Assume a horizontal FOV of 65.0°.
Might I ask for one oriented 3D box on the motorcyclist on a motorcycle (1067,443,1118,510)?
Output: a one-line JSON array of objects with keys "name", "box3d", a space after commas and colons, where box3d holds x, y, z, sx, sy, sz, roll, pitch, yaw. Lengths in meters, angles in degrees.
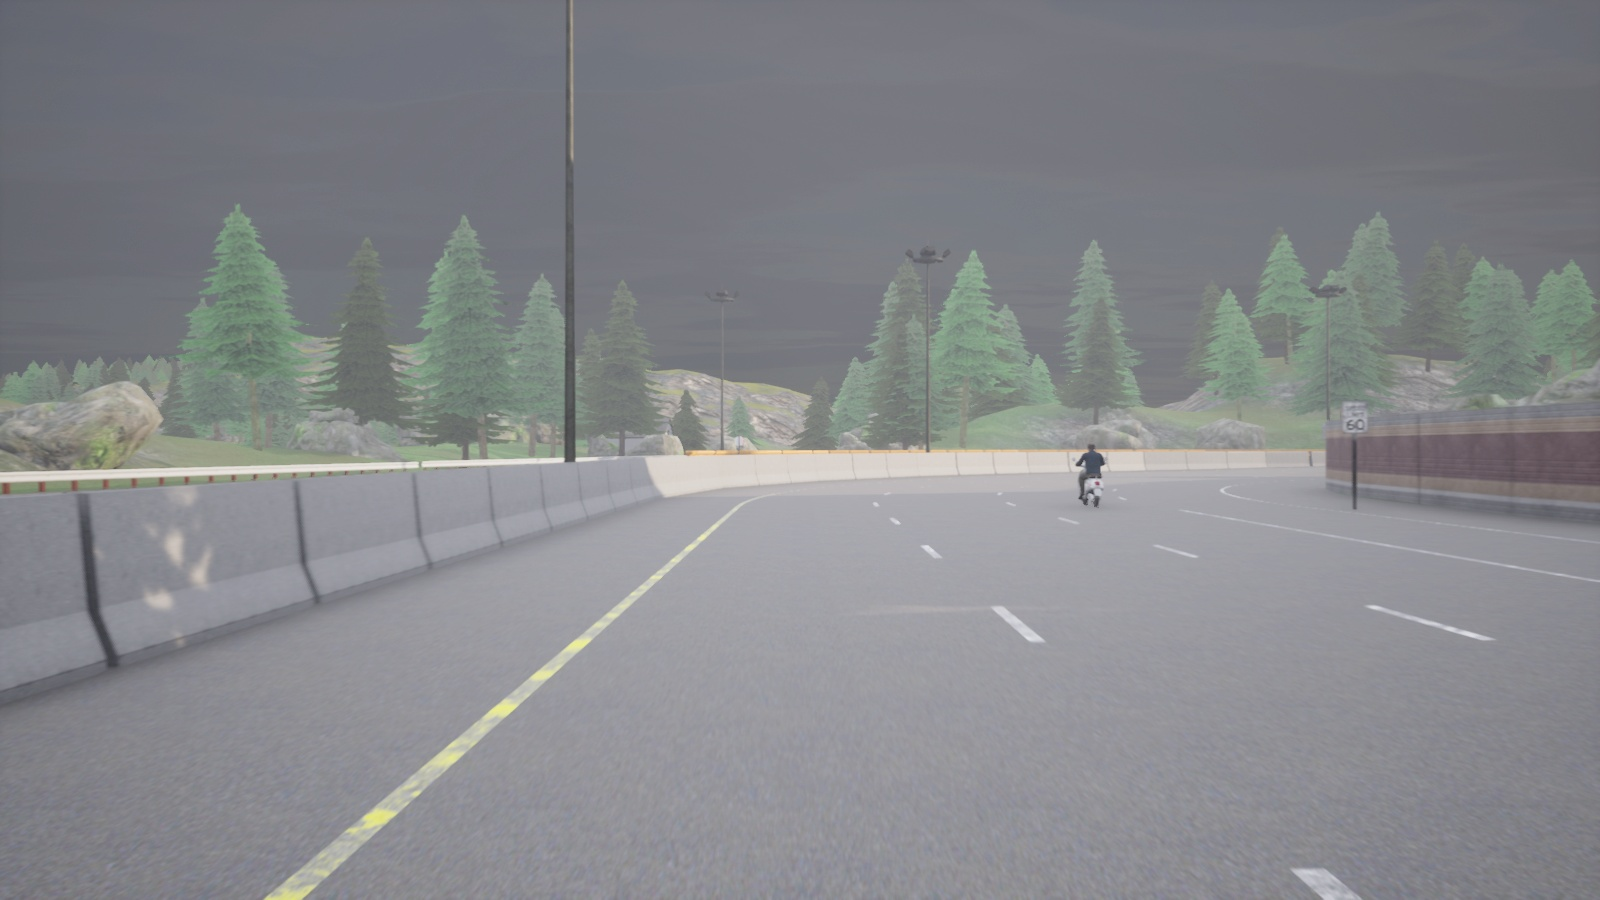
[{"name": "motorcyclist on a motorcycle", "box3d": [7.221, 0.632, 31.112, 0.866, 1.590, 1.817, 1, 0, 1]}]
